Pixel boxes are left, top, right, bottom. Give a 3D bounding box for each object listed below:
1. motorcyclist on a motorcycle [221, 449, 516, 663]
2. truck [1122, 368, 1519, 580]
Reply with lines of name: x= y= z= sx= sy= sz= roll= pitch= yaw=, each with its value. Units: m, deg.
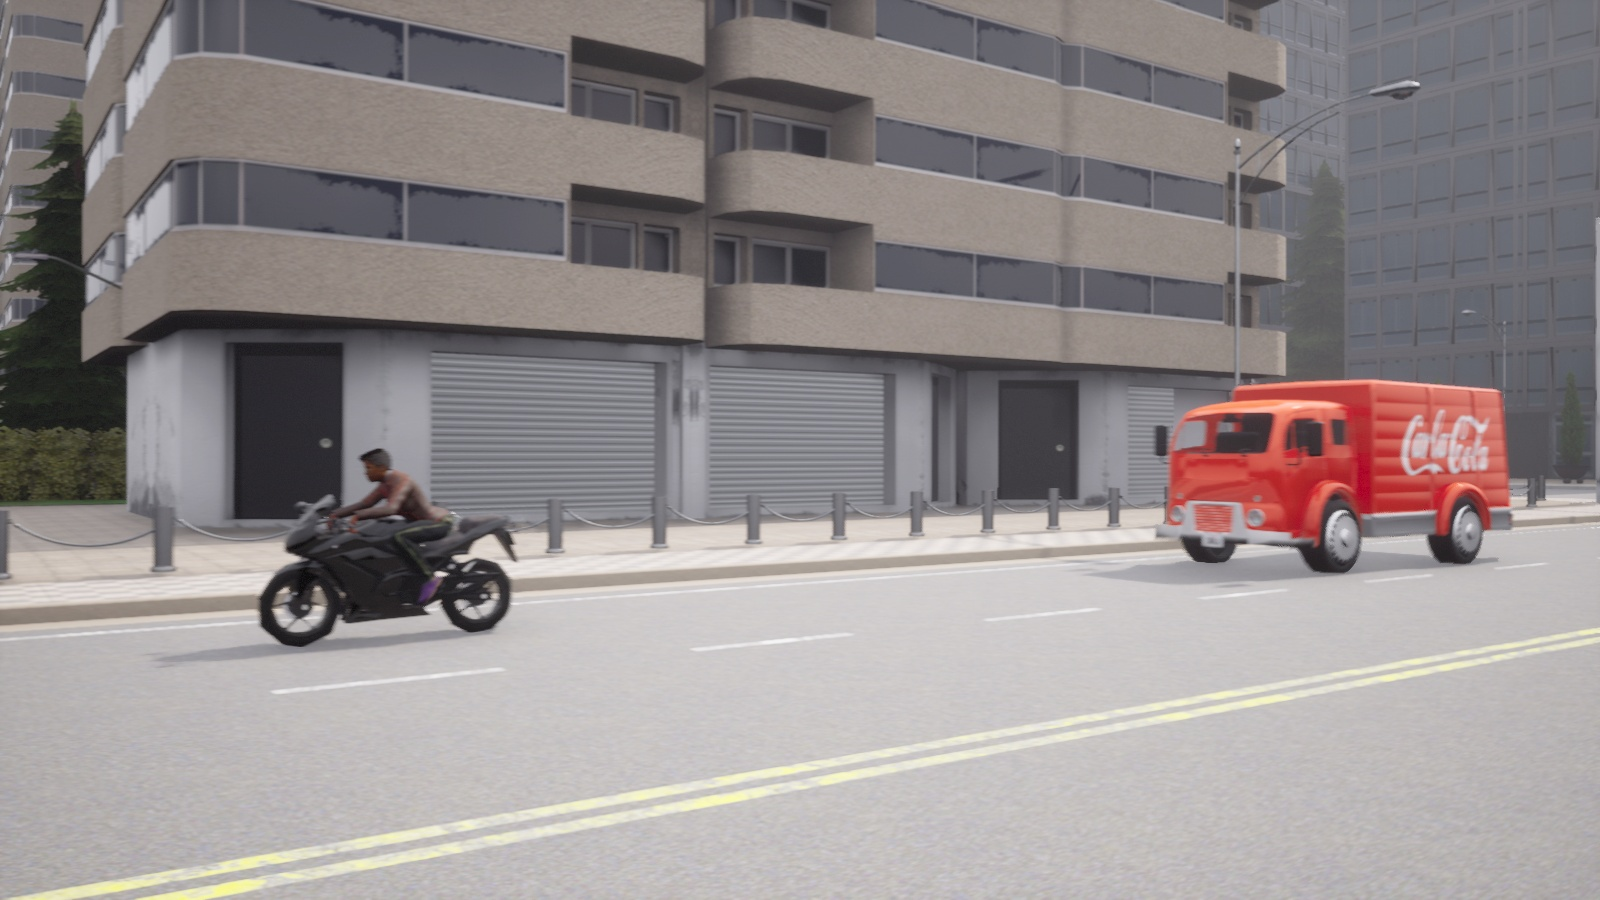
motorcyclist on a motorcycle: x=-3.357 y=0.758 z=9.851 sx=2.044 sy=1.523 sz=0.797 roll=0 pitch=0 yaw=-35
truck: x=7.197 y=0.285 z=17.199 sx=5.204 sy=2.467 sz=2.627 roll=0 pitch=0 yaw=-35
